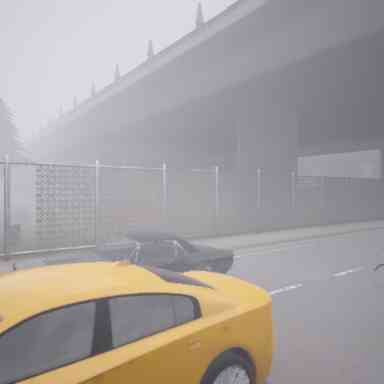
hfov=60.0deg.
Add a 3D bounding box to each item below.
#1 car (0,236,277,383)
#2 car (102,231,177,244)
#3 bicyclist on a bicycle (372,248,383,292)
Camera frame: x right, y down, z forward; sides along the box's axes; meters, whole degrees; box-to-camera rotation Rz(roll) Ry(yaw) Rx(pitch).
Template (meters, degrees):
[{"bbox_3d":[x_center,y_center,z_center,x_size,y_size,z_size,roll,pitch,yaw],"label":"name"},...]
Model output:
[{"bbox_3d":[-1.358,1.478,2.961,5.008,1.535,1.882,0,0,-38],"label":"car"},{"bbox_3d":[-1.371,1.601,7.357,4.718,1.301,1.895,0,0,-37],"label":"car"},{"bbox_3d":[4.642,1.454,7.011,0.582,1.620,1.656,0,-1,-37],"label":"bicyclist on a bicycle"}]
